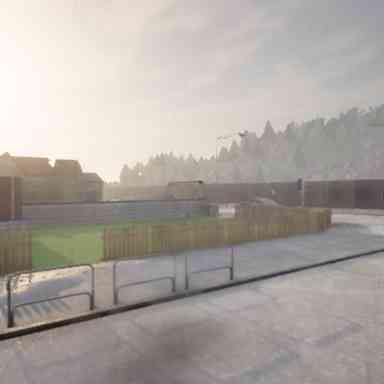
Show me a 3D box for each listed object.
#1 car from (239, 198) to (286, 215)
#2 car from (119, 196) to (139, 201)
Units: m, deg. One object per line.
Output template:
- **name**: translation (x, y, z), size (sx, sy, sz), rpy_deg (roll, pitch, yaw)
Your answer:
- **car**: translation (6.481, 1.313, 30.617), size (1.837, 1.490, 4.892), rpy_deg (-1, 0, -35)
- **car**: translation (-10.228, 1.371, 54.043), size (1.994, 1.385, 4.181), rpy_deg (-1, 0, -36)
